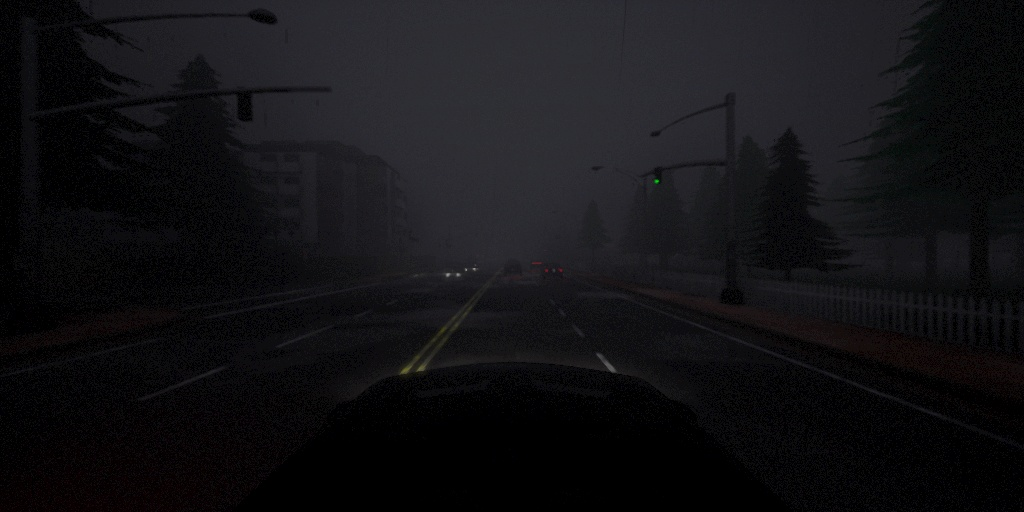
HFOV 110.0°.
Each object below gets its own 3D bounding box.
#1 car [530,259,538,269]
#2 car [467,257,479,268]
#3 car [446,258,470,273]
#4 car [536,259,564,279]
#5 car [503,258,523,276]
[{"bbox_3d":[3.621,1.228,53.921,2.128,1.511,4.902,0,0,0],"label":"car"},{"bbox_3d":[-6.944,1.118,62.218,2.150,2.045,5.566,0,0,0],"label":"car"},{"bbox_3d":[-7.010,1.352,45.061,2.033,1.411,5.357,0,0,1],"label":"car"},{"bbox_3d":[3.575,1.279,32.836,2.033,1.411,5.357,0,0,1],"label":"car"},{"bbox_3d":[0.111,1.234,38.232,1.882,1.535,5.008,0,0,0],"label":"car"}]
